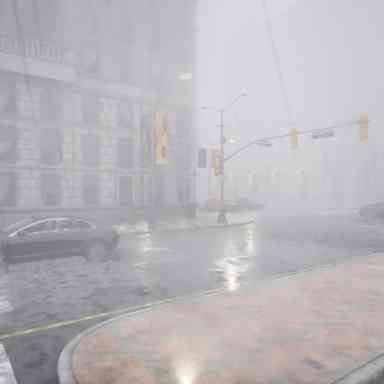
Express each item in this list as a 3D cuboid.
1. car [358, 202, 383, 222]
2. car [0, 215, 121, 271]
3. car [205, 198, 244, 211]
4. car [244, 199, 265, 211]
[{"bbox_3d":[15.029,1.500,24.725,2.128,1.511,4.902,0,0,-36],"label":"car"},{"bbox_3d":[-4.690,1.492,10.466,4.902,1.511,2.128,0,0,-35],"label":"car"},{"bbox_3d":[3.598,1.487,40.580,1.882,1.535,5.008,0,0,-36],"label":"car"},{"bbox_3d":[6.753,1.558,42.184,2.033,1.411,5.357,0,0,-36],"label":"car"}]
